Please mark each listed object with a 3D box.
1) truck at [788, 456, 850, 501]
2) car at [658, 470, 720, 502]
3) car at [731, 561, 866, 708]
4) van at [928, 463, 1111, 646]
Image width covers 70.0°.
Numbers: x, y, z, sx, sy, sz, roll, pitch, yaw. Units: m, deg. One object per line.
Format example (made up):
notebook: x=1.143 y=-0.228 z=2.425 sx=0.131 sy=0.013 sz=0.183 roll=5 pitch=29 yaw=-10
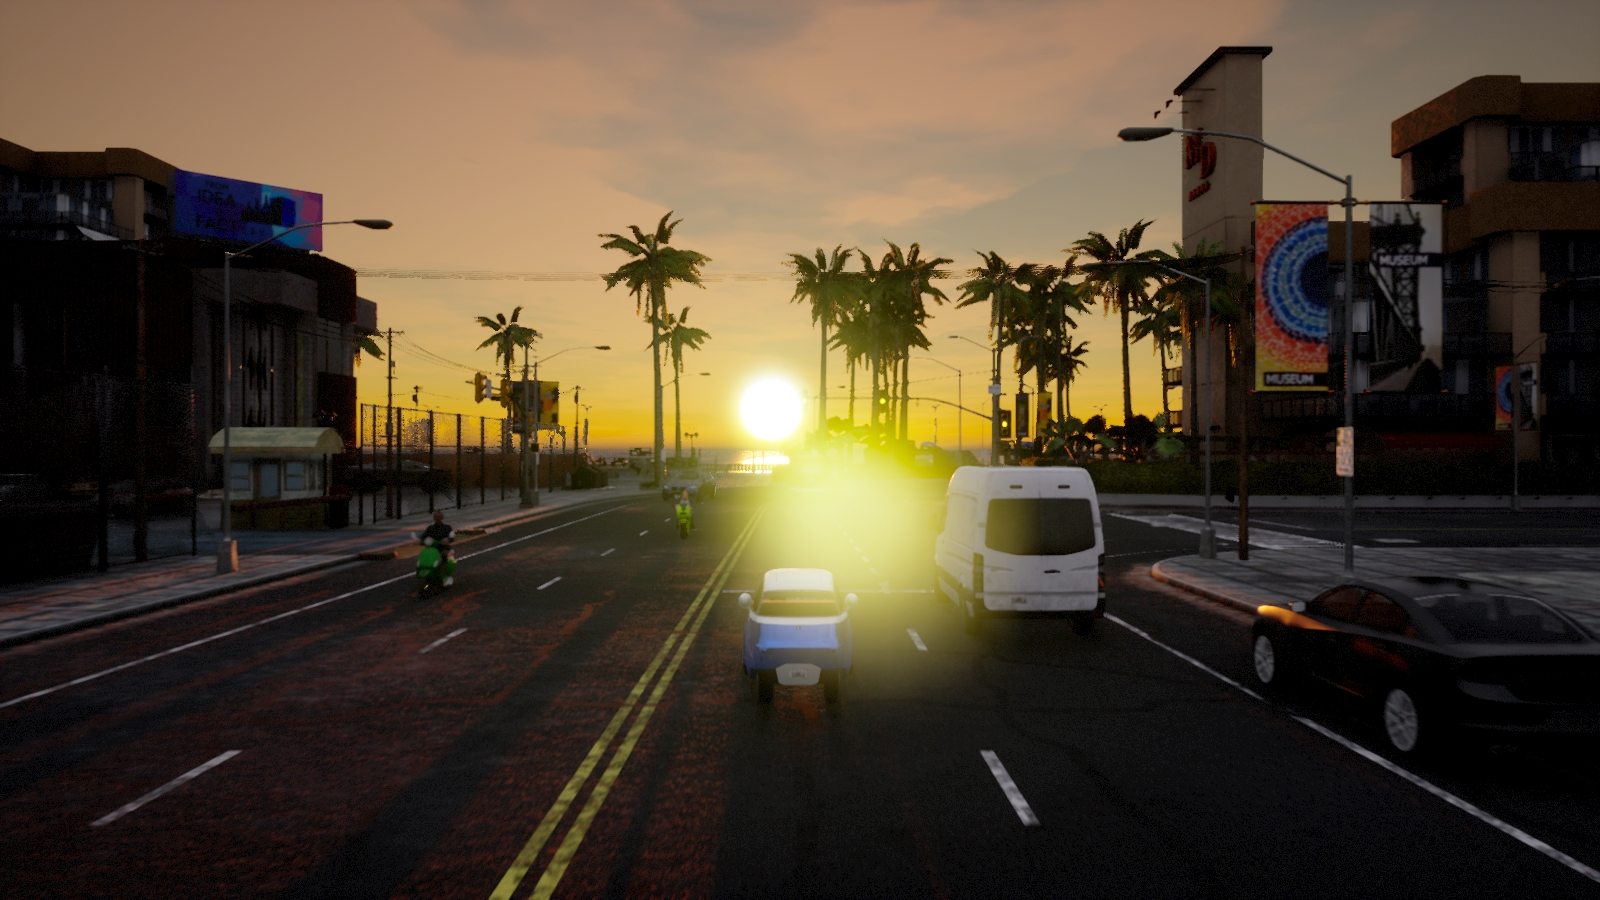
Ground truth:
truck: x=1.137 y=1.583 z=65.381 sx=2.627 sy=2.467 sz=5.204 roll=0 pitch=0 yaw=12
car: x=-6.178 y=1.983 z=64.176 sx=2.242 sy=1.667 sz=4.611 roll=0 pitch=0 yaw=11
car: x=-0.018 y=2.124 z=13.598 sx=1.481 sy=1.376 sz=2.207 roll=0 pitch=0 yaw=0
van: x=3.481 y=1.539 z=19.344 sx=1.988 sy=2.561 sz=5.915 roll=0 pitch=0 yaw=0
